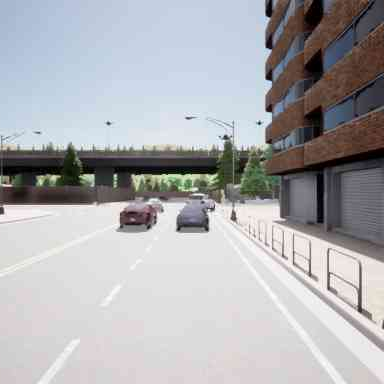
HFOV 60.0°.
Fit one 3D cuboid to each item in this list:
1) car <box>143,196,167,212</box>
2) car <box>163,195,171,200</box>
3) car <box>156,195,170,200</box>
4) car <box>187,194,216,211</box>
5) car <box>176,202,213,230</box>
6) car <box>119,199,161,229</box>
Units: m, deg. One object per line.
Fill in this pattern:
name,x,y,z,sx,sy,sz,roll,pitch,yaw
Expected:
car,-4.573,1.517,38.824,1.812,1.442,4.674,0,0,-15
car,-7.144,1.540,94.798,2.033,1.411,5.357,0,0,-3
car,-7.000,1.553,79.517,1.994,1.385,4.181,0,0,0
car,1.067,1.219,36.803,2.150,2.045,5.566,-1,0,17
car,0.060,1.564,21.115,1.994,1.385,4.181,0,0,1
car,-3.434,1.478,21.893,1.882,1.535,5.008,0,0,0
